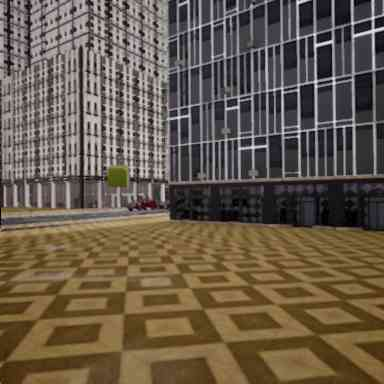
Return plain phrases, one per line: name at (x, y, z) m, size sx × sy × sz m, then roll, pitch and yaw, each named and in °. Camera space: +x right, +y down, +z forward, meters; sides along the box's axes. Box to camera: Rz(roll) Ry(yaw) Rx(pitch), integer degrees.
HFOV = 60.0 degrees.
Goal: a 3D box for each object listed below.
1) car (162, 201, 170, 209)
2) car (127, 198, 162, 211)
car at (-4.047, 2.083, 53.638) m, size 1.947 × 1.339 × 4.313 m, roll -1°, pitch -1°, yaw 35°
car at (-7.282, 1.811, 48.950) m, size 2.192 × 1.841 × 5.009 m, roll -1°, pitch -1°, yaw 35°
